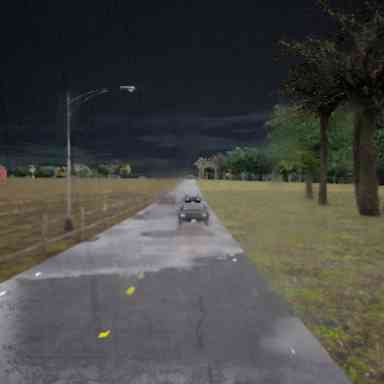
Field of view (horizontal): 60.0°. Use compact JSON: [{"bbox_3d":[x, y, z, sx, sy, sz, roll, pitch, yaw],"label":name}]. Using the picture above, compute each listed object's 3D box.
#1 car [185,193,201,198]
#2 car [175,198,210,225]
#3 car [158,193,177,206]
[{"bbox_3d":[0.094,0.794,39.374,1.895,1.301,4.718,0,2,0],"label":"car"},{"bbox_3d":[0.097,1.339,21.508,1.895,1.301,4.718,0,1,0],"label":"car"},{"bbox_3d":[-2.756,0.845,37.856,1.895,1.301,4.718,0,2,0],"label":"car"}]
